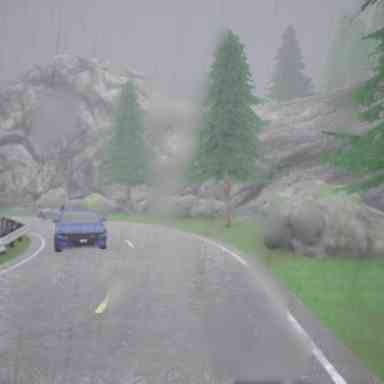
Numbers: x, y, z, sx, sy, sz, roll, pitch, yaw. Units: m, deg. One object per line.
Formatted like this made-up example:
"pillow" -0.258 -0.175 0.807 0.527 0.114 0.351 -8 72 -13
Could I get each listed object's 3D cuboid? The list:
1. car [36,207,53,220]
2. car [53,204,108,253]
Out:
"car" -10.023 1.583 25.858 4.718 1.301 1.895 0 0 34
"car" -4.789 1.468 14.152 1.882 1.535 5.008 0 0 -22
